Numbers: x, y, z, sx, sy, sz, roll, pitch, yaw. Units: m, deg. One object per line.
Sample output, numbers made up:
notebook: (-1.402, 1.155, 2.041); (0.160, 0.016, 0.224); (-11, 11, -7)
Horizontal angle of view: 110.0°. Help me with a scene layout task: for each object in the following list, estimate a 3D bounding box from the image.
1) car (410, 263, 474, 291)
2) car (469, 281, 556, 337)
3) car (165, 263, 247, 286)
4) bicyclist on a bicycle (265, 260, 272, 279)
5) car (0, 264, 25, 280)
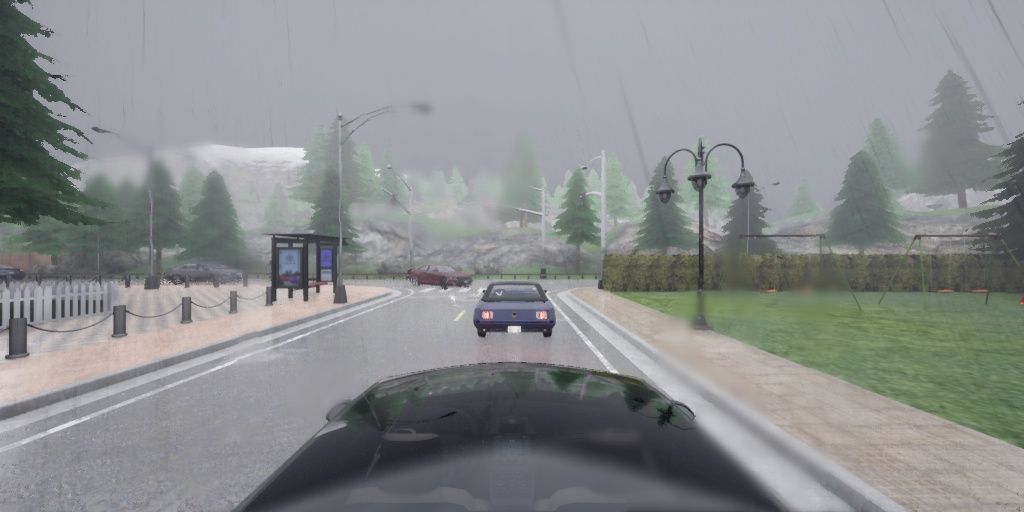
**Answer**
car: (-4.443, 1.231, 22.490); (5.008, 1.535, 1.882); (0, -2, 44)
car: (0.076, 1.351, 10.235); (1.895, 1.301, 4.718); (0, 0, 0)
car: (-21.306, 1.256, 25.143); (4.902, 1.511, 2.128); (0, 0, 1)
bicyclist on a bicycle: (-21.621, 1.219, 32.239); (0.582, 1.620, 1.656); (0, 0, 0)
car: (-42.369, 1.329, 28.919); (4.181, 1.385, 1.994); (0, 0, 0)
